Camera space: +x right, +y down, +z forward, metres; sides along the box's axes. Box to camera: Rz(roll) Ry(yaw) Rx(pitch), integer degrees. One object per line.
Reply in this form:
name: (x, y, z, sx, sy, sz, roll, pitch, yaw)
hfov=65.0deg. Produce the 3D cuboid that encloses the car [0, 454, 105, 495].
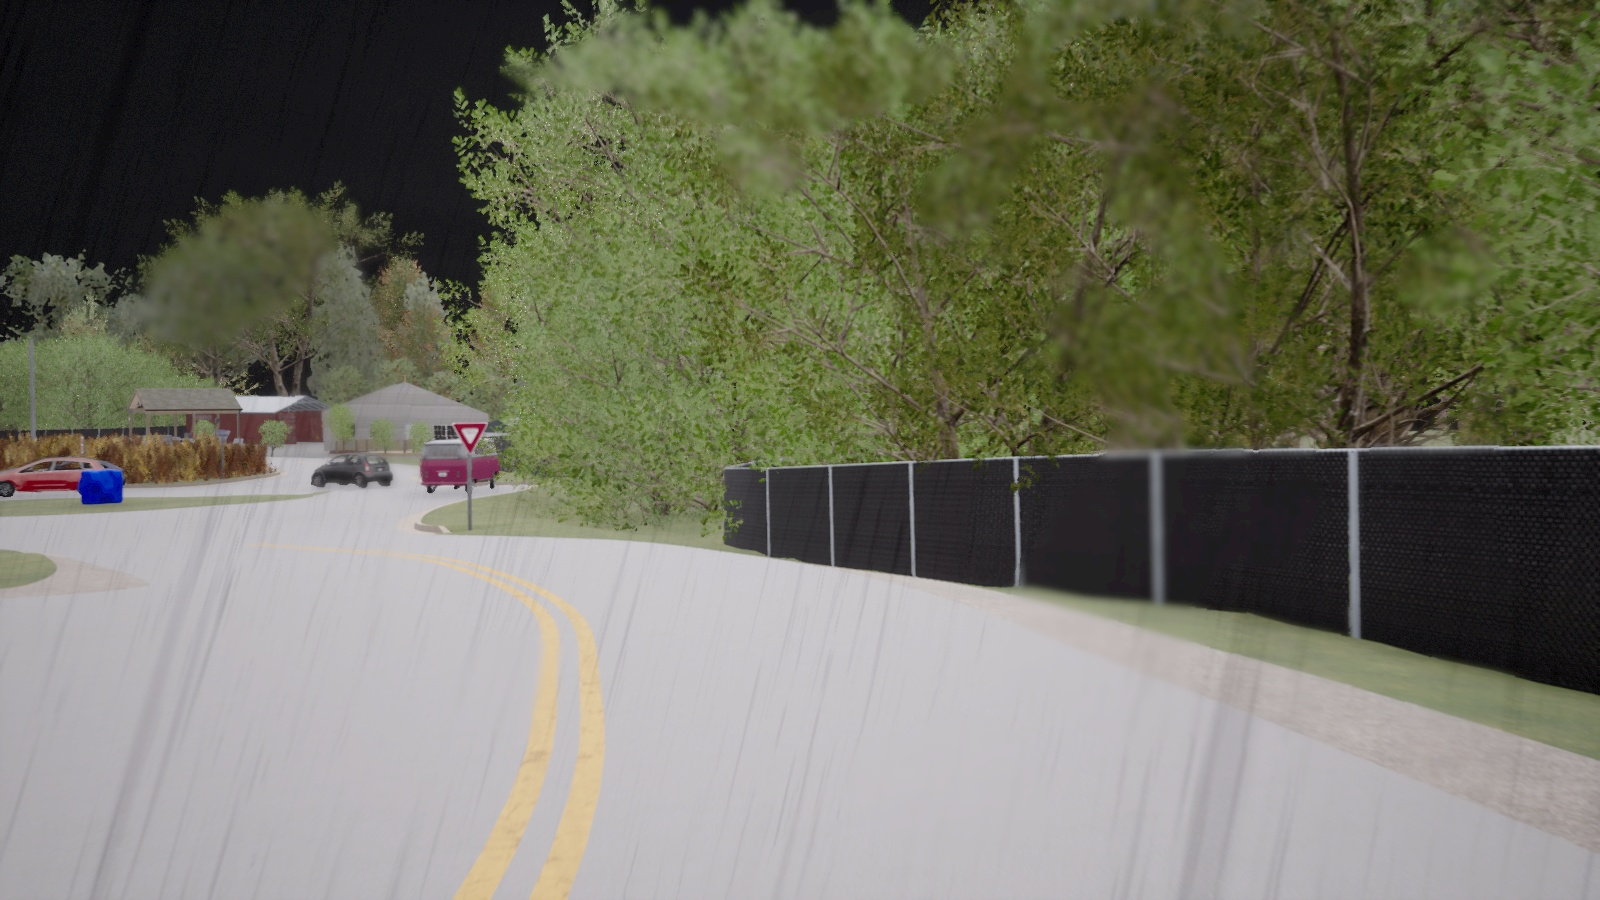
car: (-32.726, 1.023, 54.298, 4.611, 1.667, 2.242, 0, 1, -31)

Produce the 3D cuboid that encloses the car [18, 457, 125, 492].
car: (-33.563, 1.114, 57.926, 4.193, 1.474, 1.816, 0, 2, -30)

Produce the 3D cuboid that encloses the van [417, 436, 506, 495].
van: (-12.667, 0.531, 47.271, 1.775, 1.987, 4.442, 0, 2, 5)

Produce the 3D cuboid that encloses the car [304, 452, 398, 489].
car: (-21.202, 0.922, 59.330, 3.988, 1.617, 1.851, 0, 2, 26)
